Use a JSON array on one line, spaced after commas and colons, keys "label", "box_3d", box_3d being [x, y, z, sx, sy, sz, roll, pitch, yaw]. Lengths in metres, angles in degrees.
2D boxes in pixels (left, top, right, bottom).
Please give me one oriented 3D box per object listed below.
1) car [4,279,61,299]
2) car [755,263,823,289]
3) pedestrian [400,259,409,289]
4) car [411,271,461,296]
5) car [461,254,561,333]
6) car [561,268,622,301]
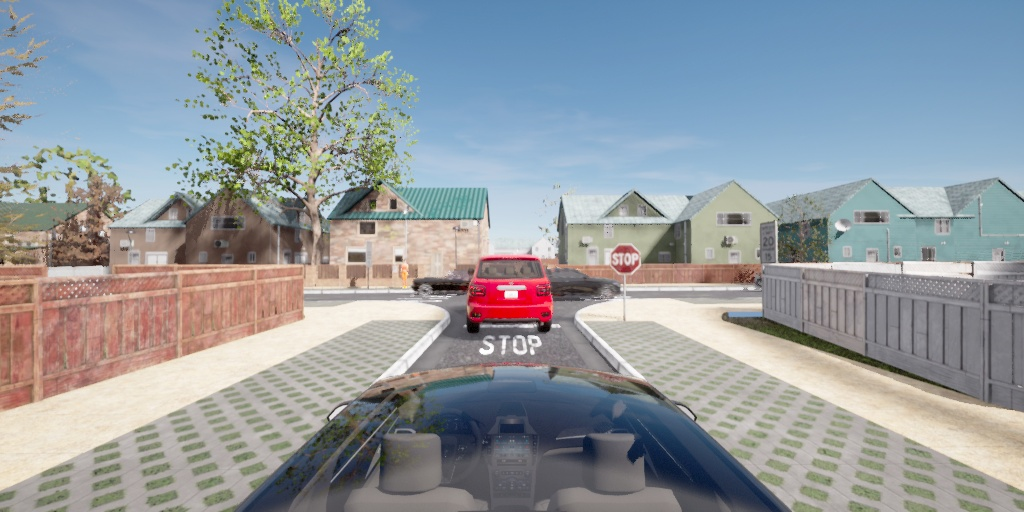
[{"label": "car", "box_3d": [-24.272, 1.501, 16.851, 4.902, 1.511, 2.128, -1, -1, 1]}, {"label": "car", "box_3d": [15.896, 1.170, 19.314, 5.008, 1.535, 1.882, 0, -1, 1]}, {"label": "pedestrian", "box_3d": [-6.732, 1.110, 22.506, 0.375, 1.860, 0.375, 0, -1, 1]}, {"label": "car", "box_3d": [-2.990, 1.460, 19.539, 4.718, 1.301, 1.895, -1, -1, 1]}, {"label": "car", "box_3d": [-0.178, 0.972, 10.898, 2.150, 2.045, 5.566, 0, 0, -3]}, {"label": "car", "box_3d": [2.624, 1.276, 16.516, 4.674, 1.442, 1.812, -1, -1, 1]}]
